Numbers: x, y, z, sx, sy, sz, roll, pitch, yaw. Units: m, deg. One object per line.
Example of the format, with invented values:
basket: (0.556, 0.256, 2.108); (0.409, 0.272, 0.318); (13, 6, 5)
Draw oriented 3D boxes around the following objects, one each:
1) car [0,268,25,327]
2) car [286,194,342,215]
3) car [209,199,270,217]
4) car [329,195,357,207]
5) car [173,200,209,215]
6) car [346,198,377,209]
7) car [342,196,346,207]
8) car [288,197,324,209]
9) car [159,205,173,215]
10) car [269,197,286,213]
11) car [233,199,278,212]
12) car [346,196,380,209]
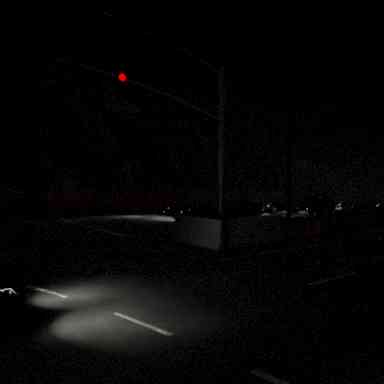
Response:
car: (-4.898, 1.525, 4.550); (4.674, 1.442, 1.812); (0, 0, -36)
car: (12.715, 1.222, 34.541); (5.566, 2.045, 2.150); (0, 0, -36)
car: (4.113, 1.503, 28.426); (4.892, 1.490, 1.837); (0, 0, -35)
car: (22.936, 1.356, 50.486); (4.553, 1.767, 2.097); (0, 0, -38)
car: (1.046, 1.503, 30.537); (4.892, 1.490, 1.837); (0, 0, -35)
car: (23.791, 1.605, 46.710); (4.718, 1.301, 1.895); (0, 0, -36)
car: (16.524, 1.494, 41.502); (4.902, 1.511, 2.128); (0, 0, -35)
car: (15.507, 1.494, 45.041); (4.902, 1.511, 2.128); (0, 0, -36)
car: (-0.900, 1.599, 33.448); (4.718, 1.301, 1.895); (0, 0, -35)
car: (9.046, 1.352, 36.228); (4.553, 1.767, 2.097); (0, 0, -35)
car: (7.535, 1.548, 39.433); (5.357, 1.411, 2.033); (0, 0, -35)
car: (20.760, 1.494, 40.200); (4.902, 1.511, 2.128); (0, 0, -35)
